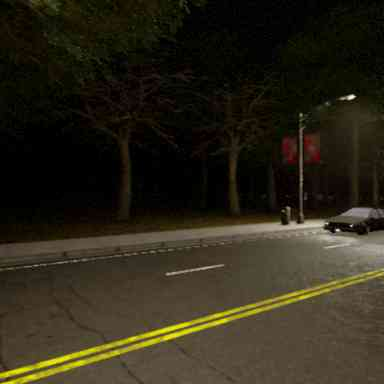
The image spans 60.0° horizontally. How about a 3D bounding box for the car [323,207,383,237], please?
[{"bbox_3d":[9.590,1.563,18.508,5.357,1.411,2.033,0,0,-35],"label":"car"}]
